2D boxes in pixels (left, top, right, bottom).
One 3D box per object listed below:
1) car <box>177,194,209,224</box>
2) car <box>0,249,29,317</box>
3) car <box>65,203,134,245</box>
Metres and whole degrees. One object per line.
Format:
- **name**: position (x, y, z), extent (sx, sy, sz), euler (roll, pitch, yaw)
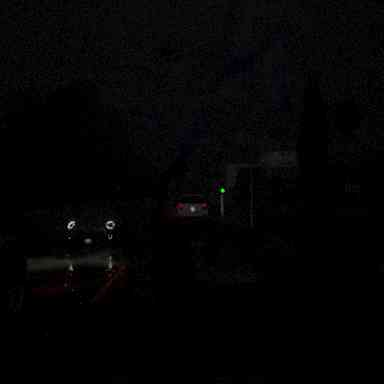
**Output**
- **car**: position (0.063, 1.180, 24.703), extent (2.150, 2.045, 5.566), euler (0, 0, 0)
- **car**: position (-4.089, 1.517, 4.738), extent (1.812, 1.442, 4.674), euler (0, 0, 0)
- **car**: position (-4.064, 1.325, 15.278), extent (2.097, 1.767, 4.553), euler (0, 0, 0)
